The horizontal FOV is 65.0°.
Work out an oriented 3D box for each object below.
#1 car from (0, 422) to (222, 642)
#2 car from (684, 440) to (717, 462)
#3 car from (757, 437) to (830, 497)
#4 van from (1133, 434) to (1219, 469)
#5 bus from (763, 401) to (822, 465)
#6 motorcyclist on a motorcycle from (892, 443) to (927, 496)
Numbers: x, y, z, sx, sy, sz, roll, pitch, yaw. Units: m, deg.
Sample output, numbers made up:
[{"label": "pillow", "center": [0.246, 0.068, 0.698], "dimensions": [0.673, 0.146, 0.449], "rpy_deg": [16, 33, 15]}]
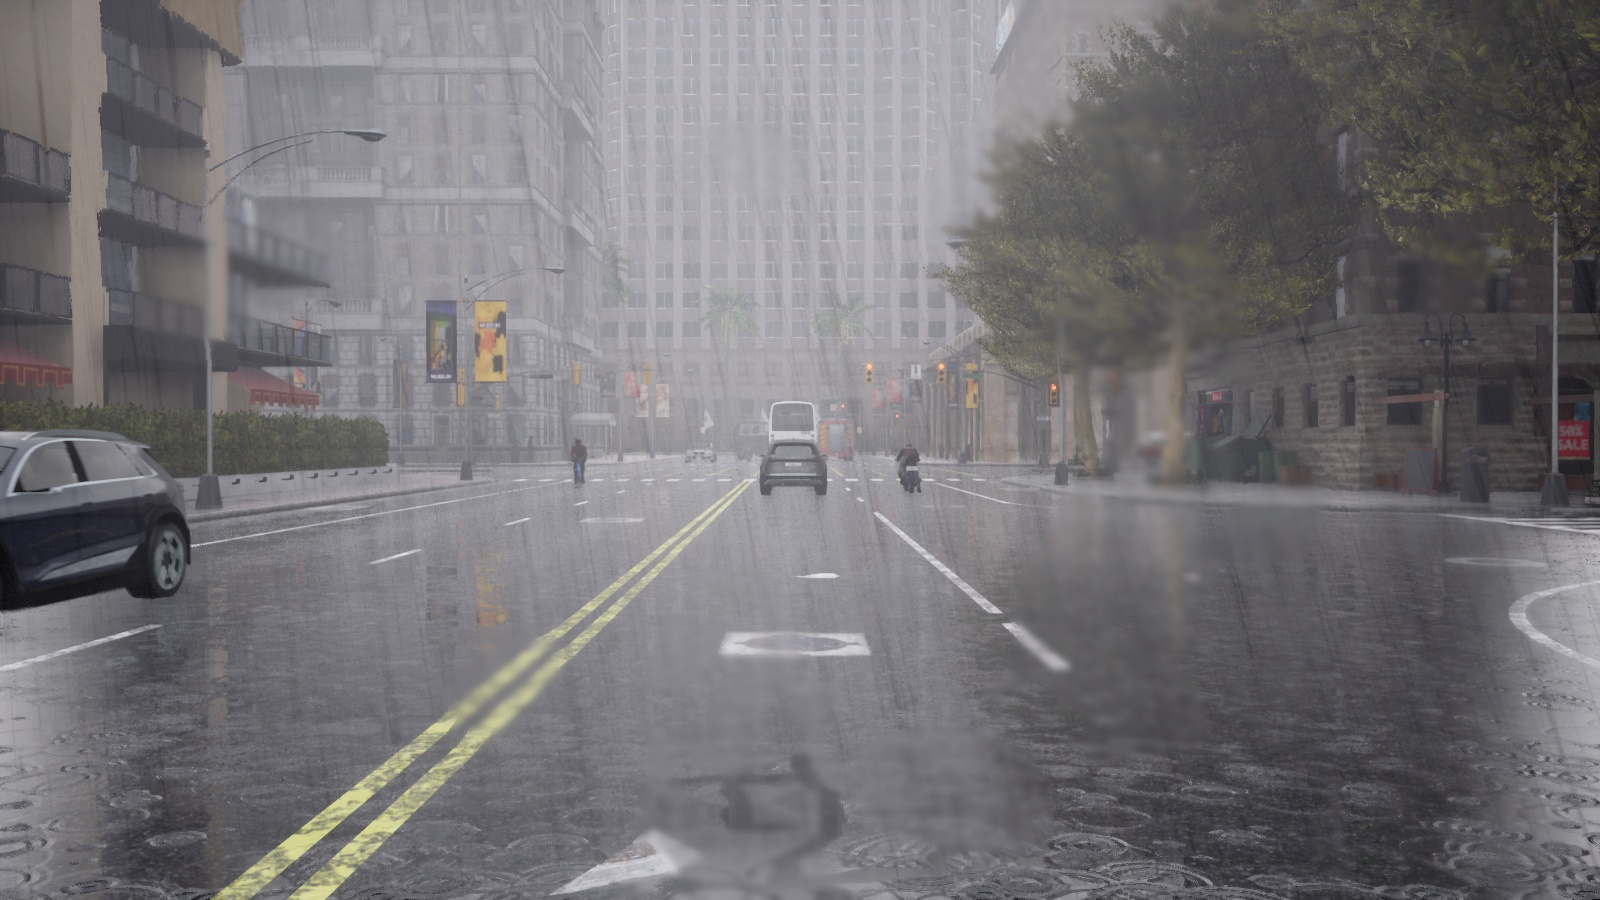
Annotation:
[{"label": "car", "center": [-7.033, 0.610, 10.671], "dimensions": [2.033, 1.649, 4.856], "rpy_deg": [0, 0, 0]}, {"label": "car", "center": [-7.558, 0.039, 95.907], "dimensions": [2.242, 1.667, 4.611], "rpy_deg": [0, 0, 0]}, {"label": "car", "center": [-0.196, 0.464, 37.376], "dimensions": [2.033, 1.649, 4.856], "rpy_deg": [0, 0, 0]}, {"label": "van", "center": [22.090, 0.068, 73.871], "dimensions": [4.480, 2.038, 2.069], "rpy_deg": [0, 0, 1]}, {"label": "bus", "center": [-0.509, -1.135, 88.624], "dimensions": [3.944, 4.253, 10.273], "rpy_deg": [0, 0, 0]}, {"label": "motorcyclist on a motorcycle", "center": [3.298, 0.568, 38.045], "dimensions": [0.866, 1.530, 2.191], "rpy_deg": [0, 0, 0]}]
